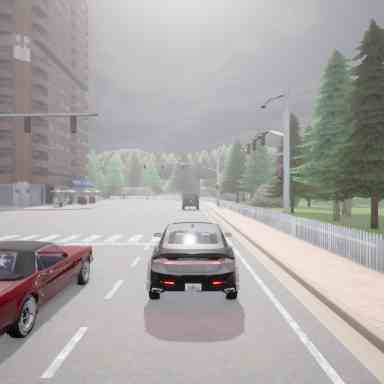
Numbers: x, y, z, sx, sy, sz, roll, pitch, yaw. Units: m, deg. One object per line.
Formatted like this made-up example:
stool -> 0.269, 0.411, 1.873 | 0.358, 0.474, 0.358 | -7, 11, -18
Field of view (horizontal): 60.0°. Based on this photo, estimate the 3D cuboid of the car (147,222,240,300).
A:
car -> 0.022, 1.492, 8.378 | 2.128, 1.511, 4.902 | 0, 0, 0

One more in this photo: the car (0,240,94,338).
car -> -3.451, 1.601, 6.529 | 1.895, 1.301, 4.718 | 0, 0, 0

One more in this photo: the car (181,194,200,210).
car -> -0.187, 1.222, 43.760 | 2.150, 2.045, 5.566 | 0, 0, -1
